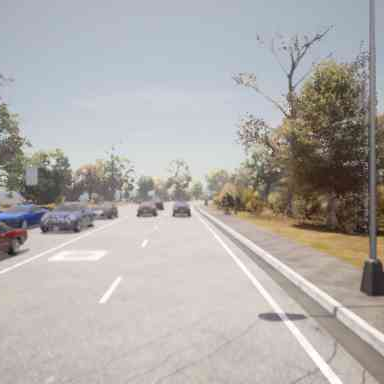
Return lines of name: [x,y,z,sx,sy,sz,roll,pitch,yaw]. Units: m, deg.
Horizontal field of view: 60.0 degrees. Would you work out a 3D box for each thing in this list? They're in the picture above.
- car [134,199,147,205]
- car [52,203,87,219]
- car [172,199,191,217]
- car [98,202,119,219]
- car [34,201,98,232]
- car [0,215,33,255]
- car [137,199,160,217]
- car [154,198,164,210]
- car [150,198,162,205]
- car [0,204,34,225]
car: [-11.536,2.186,75.215,1.994,1.385,4.181,0,-1,6]
car: [-11.595,1.757,31.795,1.994,1.385,4.181,0,-1,-2]
car: [-1.072,1.722,34.091,1.812,1.442,4.674,0,-1,-2]
car: [-8.050,1.671,30.799,2.128,1.511,4.902,0,-1,-2]
car: [-7.628,1.455,20.721,2.097,1.767,4.553,0,0,-2]
car: [-7.302,1.652,10.805,1.895,1.301,4.718,0,0,-1]
car: [-4.591,1.731,34.488,1.812,1.442,4.674,0,0,-2]
car: [-5.114,1.834,49.059,1.882,1.535,5.008,0,0,-1]
car: [-8.054,2.153,74.860,1.812,1.442,4.674,0,-1,6]
car: [-11.179,1.594,21.882,1.882,1.535,5.008,0,0,-2]
